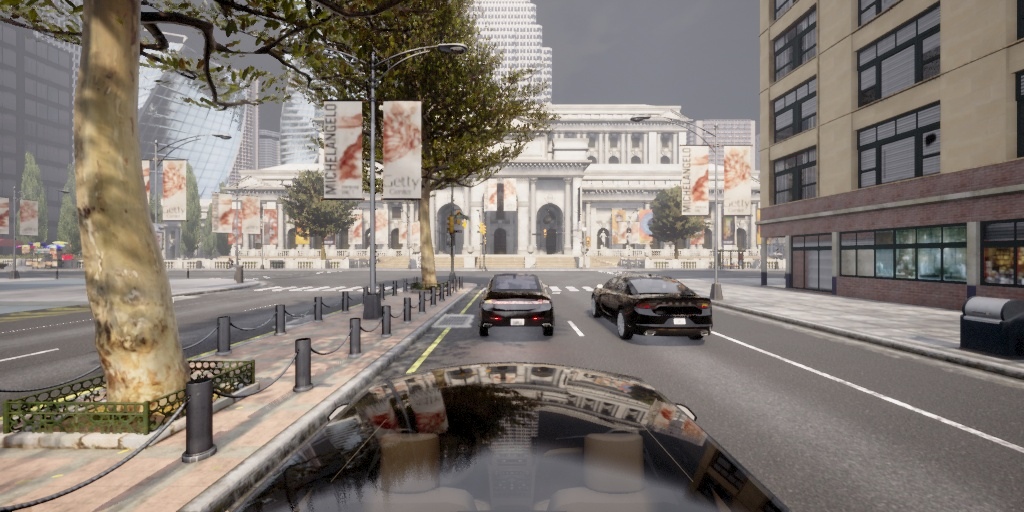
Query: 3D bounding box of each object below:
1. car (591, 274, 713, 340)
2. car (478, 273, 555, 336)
[{"bbox_3d":[3.565,1.229,10.064,1.882,1.535,5.008,0,0,0],"label":"car"},{"bbox_3d":[0.080,1.242,10.331,2.128,1.511,4.902,0,0,-1],"label":"car"}]
